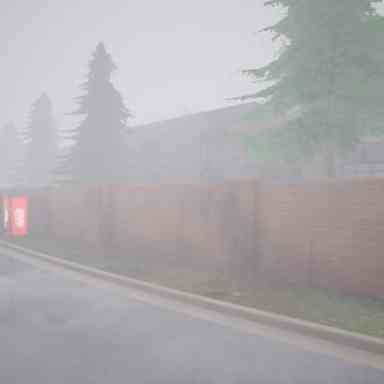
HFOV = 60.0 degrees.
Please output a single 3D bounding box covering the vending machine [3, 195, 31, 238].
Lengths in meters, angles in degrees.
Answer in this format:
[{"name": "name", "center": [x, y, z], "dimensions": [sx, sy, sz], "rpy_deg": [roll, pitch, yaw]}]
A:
[{"name": "vending machine", "center": [-8.976, 1.230, 17.071], "dimensions": [1.100, 2.100, 0.880], "rpy_deg": [0, 0, -42]}]
